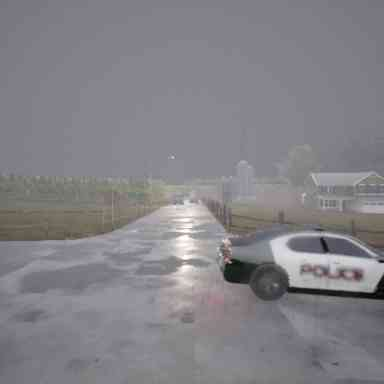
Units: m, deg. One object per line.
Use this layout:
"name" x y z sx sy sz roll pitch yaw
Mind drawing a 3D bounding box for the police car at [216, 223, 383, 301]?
"police car" 3.101 1.591 7.713 4.974 1.542 2.038 4 0 0

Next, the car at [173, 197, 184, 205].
"car" -2.419 1.642 59.654 2.033 1.411 5.357 0 0 0

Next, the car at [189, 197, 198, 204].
"car" 0.365 1.649 65.862 2.033 1.411 5.357 0 0 0
